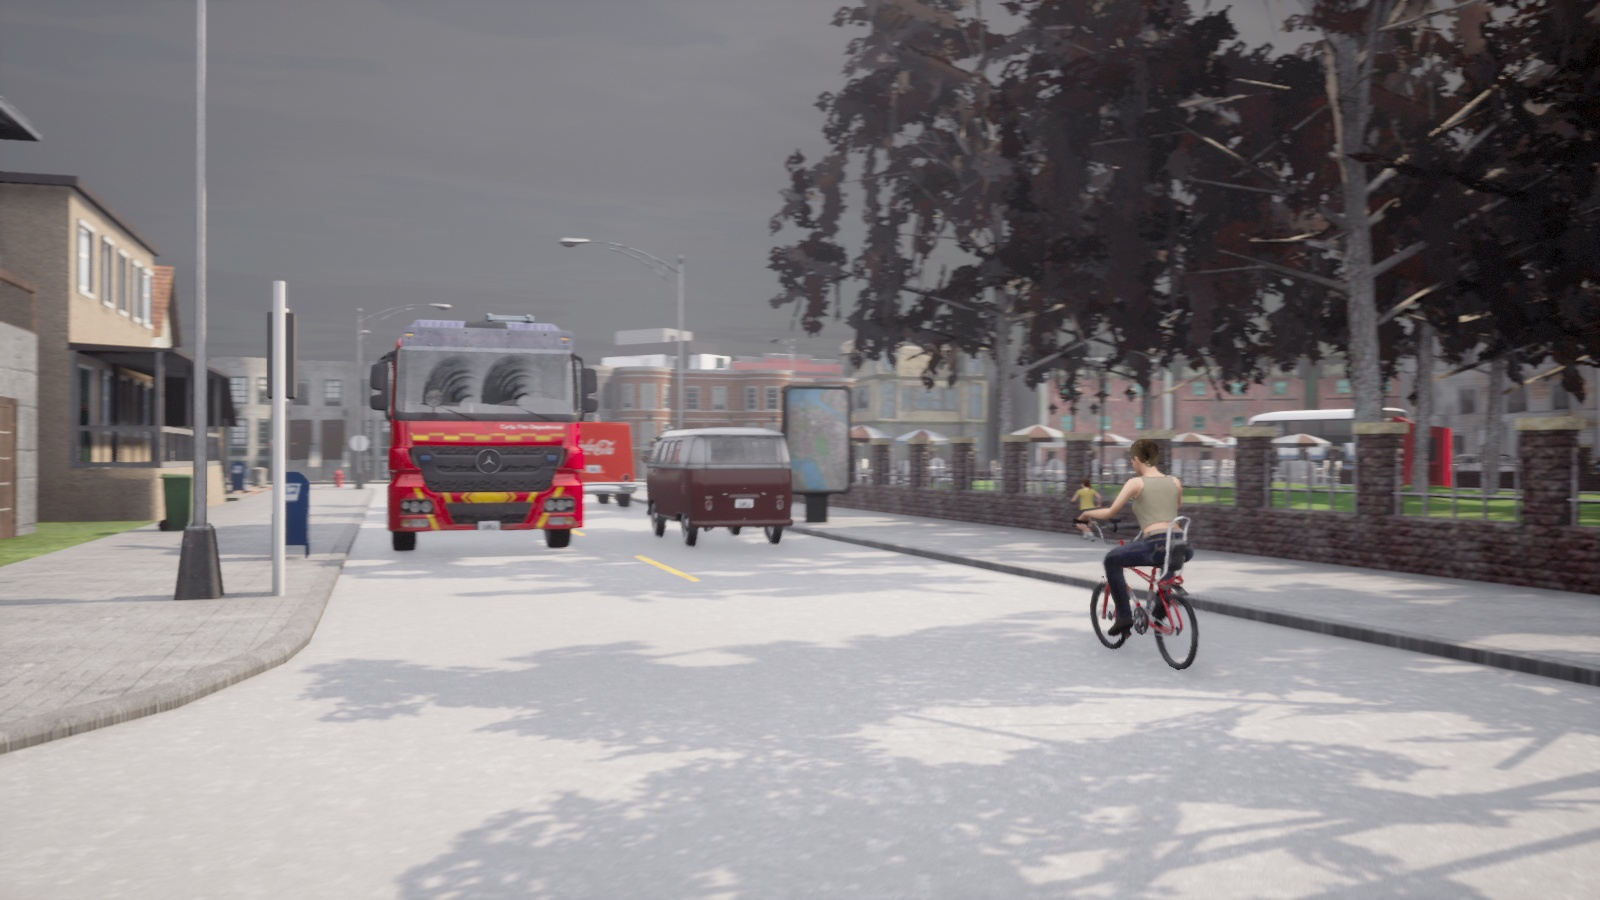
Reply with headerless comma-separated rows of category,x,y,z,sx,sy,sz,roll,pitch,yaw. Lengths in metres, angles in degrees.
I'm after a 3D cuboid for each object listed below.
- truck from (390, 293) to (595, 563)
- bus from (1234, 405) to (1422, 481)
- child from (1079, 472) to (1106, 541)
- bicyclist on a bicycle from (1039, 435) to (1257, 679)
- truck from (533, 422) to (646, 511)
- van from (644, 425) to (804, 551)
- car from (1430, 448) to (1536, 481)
truck,-5.681,-0.292,22.312,2.891,3.827,8.468,0,0,-17
bus,31.492,-0.403,75.583,3.944,4.253,10.273,-1,0,-27
child,4.752,0.914,20.398,0.255,1.110,0.394,0,0,-18
bicyclist on a bicycle,2.493,0.716,9.190,0.866,1.612,1.509,-1,0,-14
truck,-6.426,0.462,37.823,2.627,2.467,5.204,0,0,-18
van,-1.467,0.609,22.259,1.775,1.987,4.442,0,0,-18
car,36.106,0.764,66.524,2.242,1.667,4.611,0,0,-18
